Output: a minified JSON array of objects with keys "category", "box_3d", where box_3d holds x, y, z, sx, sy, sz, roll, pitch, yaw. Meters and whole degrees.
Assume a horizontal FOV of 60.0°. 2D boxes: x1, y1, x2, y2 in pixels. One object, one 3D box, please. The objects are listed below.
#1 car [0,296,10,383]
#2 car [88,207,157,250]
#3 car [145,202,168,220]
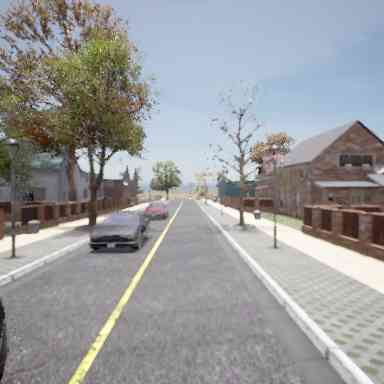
[{"category":"car","box_3d":[-2.841,1.498,1.450,1.882,1.535,5.008,0,0,-1]},{"category":"car","box_3d":[-2.997,1.609,14.885,2.033,1.411,5.357,0,0,-1]},{"category":"car","box_3d":[-3.137,1.633,29.645,1.812,1.442,4.674,0,0,0]}]
